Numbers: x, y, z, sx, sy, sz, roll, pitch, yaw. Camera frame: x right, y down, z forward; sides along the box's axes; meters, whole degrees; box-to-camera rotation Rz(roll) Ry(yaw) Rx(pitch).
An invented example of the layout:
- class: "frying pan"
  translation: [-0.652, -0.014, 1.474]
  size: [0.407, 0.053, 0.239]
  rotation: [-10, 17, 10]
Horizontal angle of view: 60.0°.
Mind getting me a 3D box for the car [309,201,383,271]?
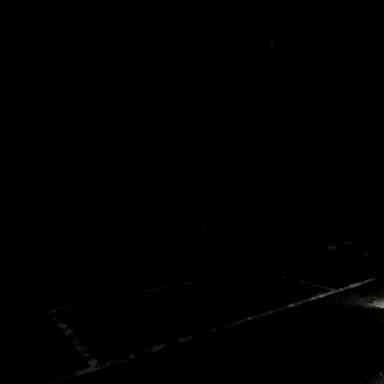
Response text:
- class: "car"
  translation: [5.970, 1.239, 10.787]
  size: [5.009, 1.841, 2.192]
  rotation: [-1, 0, -35]
